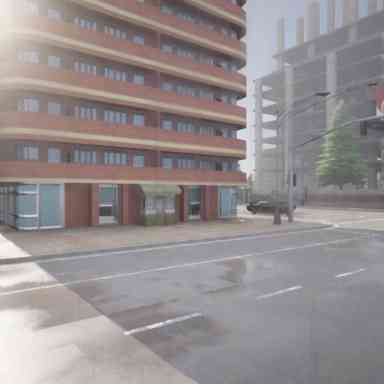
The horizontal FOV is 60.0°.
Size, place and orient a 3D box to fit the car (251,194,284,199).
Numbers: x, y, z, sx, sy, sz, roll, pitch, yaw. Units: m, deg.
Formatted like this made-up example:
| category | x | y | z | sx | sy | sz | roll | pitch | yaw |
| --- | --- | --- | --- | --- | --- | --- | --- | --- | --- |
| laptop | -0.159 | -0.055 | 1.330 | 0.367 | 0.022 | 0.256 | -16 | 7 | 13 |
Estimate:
| category | x | y | z | sx | sy | sz | roll | pitch | yaw |
| --- | --- | --- | --- | --- | --- | --- | --- | --- | --- |
| car | 8.819 | 1.222 | 37.042 | 2.150 | 2.045 | 5.566 | 0 | 0 | -36 |

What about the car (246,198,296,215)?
| category | x | y | z | sx | sy | sz | roll | pitch | yaw |
| --- | --- | --- | --- | --- | --- | --- | --- | --- | --- |
| car | 7.662 | 1.601 | 32.699 | 1.895 | 1.301 | 4.718 | 0 | 0 | -36 |
